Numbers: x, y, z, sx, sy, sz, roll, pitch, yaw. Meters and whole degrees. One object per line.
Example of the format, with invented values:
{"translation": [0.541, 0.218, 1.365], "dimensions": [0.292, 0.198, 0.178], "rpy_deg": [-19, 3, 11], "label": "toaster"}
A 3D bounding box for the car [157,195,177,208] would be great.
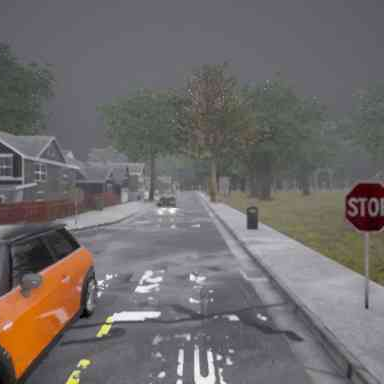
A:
{"translation": [-2.725, 1.027, 36.754], "dimensions": [1.994, 1.385, 4.181], "rpy_deg": [0, 1, 0], "label": "car"}

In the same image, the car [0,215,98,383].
{"translation": [-2.750, 1.286, 4.106], "dimensions": [2.097, 1.767, 4.553], "rpy_deg": [0, 1, 0], "label": "car"}
